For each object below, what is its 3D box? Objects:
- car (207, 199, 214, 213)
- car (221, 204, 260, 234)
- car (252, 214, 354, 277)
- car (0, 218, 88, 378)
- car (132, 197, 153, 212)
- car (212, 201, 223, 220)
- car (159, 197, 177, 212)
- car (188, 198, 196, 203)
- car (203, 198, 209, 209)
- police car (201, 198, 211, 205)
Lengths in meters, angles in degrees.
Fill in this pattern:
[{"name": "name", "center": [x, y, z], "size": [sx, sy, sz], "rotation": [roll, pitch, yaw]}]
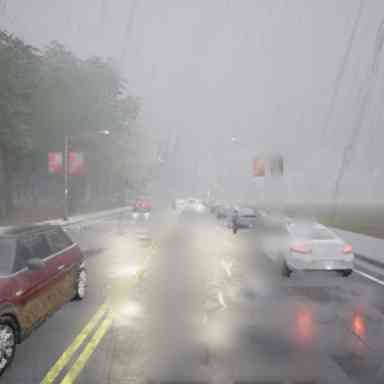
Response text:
[{"name": "car", "center": [3.248, 1.928, 42.679], "size": [1.812, 1.442, 4.674], "rotation": [0, -1, 0]}, {"name": "car", "center": [3.249, 1.687, 20.680], "size": [2.128, 1.511, 4.902], "rotation": [0, -1, 0]}, {"name": "car", "center": [3.343, 1.626, 10.475], "size": [1.812, 1.442, 4.674], "rotation": [0, -1, 0]}, {"name": "car", "center": [-3.350, 1.404, 5.466], "size": [2.097, 1.767, 4.553], "rotation": [0, -1, 0]}, {"name": "car", "center": [-6.581, 1.647, 45.108], "size": [2.150, 2.045, 5.566], "rotation": [0, -1, 0]}, {"name": "car", "center": [3.249, 1.863, 31.679], "size": [1.994, 1.385, 4.181], "rotation": [0, -1, 0]}, {"name": "car", "center": [-3.326, 1.663, 46.928], "size": [2.150, 2.045, 5.566], "rotation": [0, -1, 0]}, {"name": "car", "center": [-0.004, 2.230, 85.633], "size": [1.895, 1.301, 4.718], "rotation": [0, -1, 0]}, {"name": "car", "center": [3.248, 2.070, 53.679], "size": [1.994, 1.385, 4.181], "rotation": [0, -1, 0]}, {"name": "police car", "center": [3.247, 2.225, 75.679], "size": [2.038, 1.542, 4.974], "rotation": [0, -1, 0]}]
